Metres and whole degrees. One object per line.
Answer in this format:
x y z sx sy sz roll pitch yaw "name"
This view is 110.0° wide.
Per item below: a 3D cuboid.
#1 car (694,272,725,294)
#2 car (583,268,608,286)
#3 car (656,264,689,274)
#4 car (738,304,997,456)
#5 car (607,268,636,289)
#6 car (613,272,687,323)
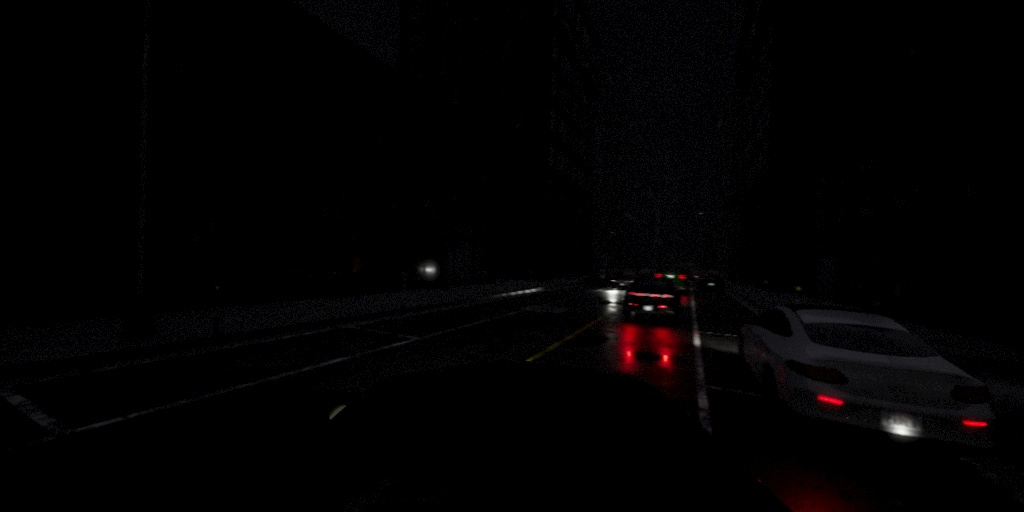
15.229 2.123 27.613 1.948 1.339 4.313 0 0 26 "car"
7.589 1.757 31.388 1.967 1.591 4.097 0 0 26 "car"
12.271 1.670 27.578 2.150 2.045 5.566 2 -1 26 "car"
4.794 1.486 5.544 1.812 1.442 4.674 2 -1 26 "car"
9.146 1.870 28.468 1.812 1.442 4.674 2 -1 26 "car"
5.561 1.561 13.981 2.128 1.511 4.902 2 -1 26 "car"
